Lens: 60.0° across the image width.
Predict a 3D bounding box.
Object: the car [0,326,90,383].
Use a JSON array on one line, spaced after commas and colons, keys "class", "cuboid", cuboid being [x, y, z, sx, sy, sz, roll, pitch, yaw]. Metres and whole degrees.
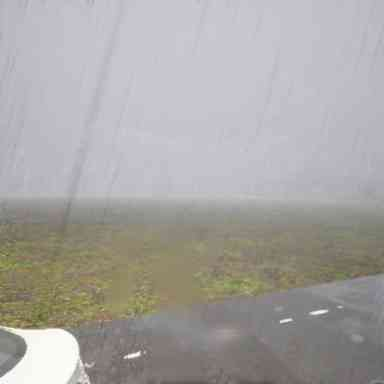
[{"class": "car", "cuboid": [-2.929, 1.579, 1.759, 4.674, 1.442, 1.812, 1, -1, -28]}]
